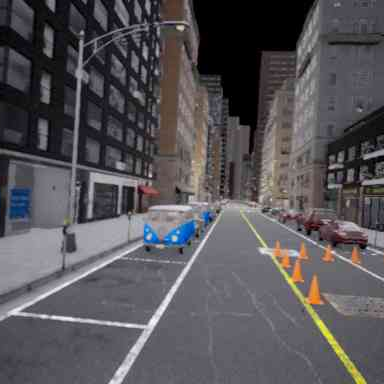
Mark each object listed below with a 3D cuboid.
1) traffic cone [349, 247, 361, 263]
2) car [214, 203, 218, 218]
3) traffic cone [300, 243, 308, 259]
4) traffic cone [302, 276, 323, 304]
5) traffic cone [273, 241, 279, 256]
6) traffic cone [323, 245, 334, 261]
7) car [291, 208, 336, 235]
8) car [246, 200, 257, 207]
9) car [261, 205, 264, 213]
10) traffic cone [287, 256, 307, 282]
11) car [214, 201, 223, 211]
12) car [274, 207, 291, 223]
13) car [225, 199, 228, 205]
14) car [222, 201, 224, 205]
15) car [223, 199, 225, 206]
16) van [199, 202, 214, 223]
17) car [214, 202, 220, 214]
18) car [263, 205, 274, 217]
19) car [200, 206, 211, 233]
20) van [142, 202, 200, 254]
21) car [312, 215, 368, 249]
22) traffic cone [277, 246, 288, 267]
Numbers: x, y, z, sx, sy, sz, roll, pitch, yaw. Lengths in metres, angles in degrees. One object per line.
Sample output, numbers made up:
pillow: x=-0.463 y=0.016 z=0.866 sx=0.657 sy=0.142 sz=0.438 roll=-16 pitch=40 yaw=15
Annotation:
traffic cone: x=6.462 y=2.472 z=13.174 sx=0.340 sy=0.580 sz=0.340 roll=3 pitch=-1 yaw=7
car: x=1.058 y=1.965 z=30.263 sx=1.947 sy=1.339 sz=4.313 roll=3 pitch=-1 yaw=7
traffic cone: x=4.478 y=2.361 z=13.409 sx=0.340 sy=0.580 sz=0.340 roll=3 pitch=-1 yaw=7
traffic cone: x=2.787 y=2.199 z=7.568 sx=0.340 sy=0.580 sz=0.340 roll=3 pitch=-1 yaw=7
traffic cone: x=3.487 y=2.306 z=13.526 sx=0.340 sy=0.580 sz=0.340 roll=3 pitch=-1 yaw=7
traffic cone: x=5.470 y=2.416 z=13.292 sx=0.340 sy=0.580 sz=0.340 roll=3 pitch=-1 yaw=7
car: x=8.883 y=2.088 z=23.800 sx=2.192 sy=1.841 sz=5.009 roll=3 pitch=-1 yaw=7
car: x=17.086 y=3.516 z=93.403 sx=1.967 sy=1.590 sz=4.097 roll=3 pitch=-1 yaw=7
car: x=12.720 y=2.934 z=56.575 sx=1.947 sy=1.339 sz=4.313 roll=3 pitch=-1 yaw=7
traffic cone: x=3.020 y=2.235 z=9.554 sx=0.340 sy=0.580 sz=0.340 roll=3 pitch=-1 yaw=7
car: x=2.983 y=2.263 z=46.651 sx=1.947 sy=1.339 sz=4.313 roll=3 pitch=-1 yaw=7
car: x=10.160 y=2.410 z=34.725 sx=1.967 sy=1.590 sz=4.097 roll=3 pitch=-1 yaw=7
car: x=8.627 y=3.187 z=94.416 sx=1.802 sy=1.307 sz=4.206 roll=3 pitch=-1 yaw=7
car: x=3.624 y=2.378 z=52.114 sx=1.802 sy=1.307 sz=4.206 roll=3 pitch=-1 yaw=7
car: x=4.274 y=2.337 z=57.579 sx=1.967 sy=1.590 sz=4.097 roll=3 pitch=-1 yaw=7
van: x=0.428 y=1.642 z=24.802 sx=1.690 sy=1.788 sz=3.998 roll=3 pitch=-1 yaw=7
car: x=1.699 y=2.080 z=35.725 sx=1.802 sy=1.307 sz=4.206 roll=3 pitch=-1 yaw=7
car: x=11.437 y=2.719 z=45.650 sx=2.008 sy=1.369 sz=4.403 roll=3 pitch=-1 yaw=7
car: x=-0.226 y=1.754 z=19.337 sx=2.008 sy=1.369 sz=4.403 roll=3 pitch=-1 yaw=7
van: x=-0.856 y=1.446 z=13.878 sx=1.690 sy=1.788 sz=3.998 roll=3 pitch=-1 yaw=7
car: x=8.226 y=2.256 z=18.334 sx=1.802 sy=1.307 sz=4.206 roll=3 pitch=-1 yaw=7
traffic cone: x=3.253 y=2.270 z=11.540 sx=0.340 sy=0.580 sz=0.340 roll=3 pitch=-1 yaw=7
